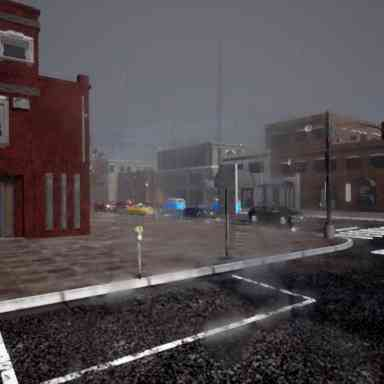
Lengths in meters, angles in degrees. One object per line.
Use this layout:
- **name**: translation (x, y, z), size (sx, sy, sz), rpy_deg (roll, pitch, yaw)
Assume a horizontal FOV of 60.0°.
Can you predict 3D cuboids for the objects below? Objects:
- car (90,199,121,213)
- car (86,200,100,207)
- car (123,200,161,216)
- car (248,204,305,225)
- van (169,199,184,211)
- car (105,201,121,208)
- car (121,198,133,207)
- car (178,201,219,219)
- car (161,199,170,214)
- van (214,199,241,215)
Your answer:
- **car**: translation (-12.744, 1.996, 48.490), size (2.192, 1.841, 5.009), rpy_deg (-2, 0, -36)
- **car**: translation (-22.643, 2.588, 76.237), size (1.802, 1.307, 4.206), rpy_deg (-2, 0, -36)
- **car**: translation (-5.968, 2.043, 39.208), size (1.752, 1.417, 4.829), rpy_deg (-2, 0, -36)
- **car**: translation (6.594, 1.744, 26.338), size (1.837, 1.490, 4.892), rpy_deg (-1, 0, -36)
- **van**: translation (-2.640, 1.861, 48.801), size (1.690, 1.788, 3.998), rpy_deg (-2, 0, -36)
- **car**: translation (-15.973, 2.426, 67.092), size (1.802, 1.307, 4.206), rpy_deg (-2, 0, -36)
- **car**: translation (-12.646, 2.078, 62.519), size (2.192, 1.841, 5.009), rpy_deg (-2, 0, -36)
- **car**: translation (0.773, 1.944, 34.340), size (1.994, 1.385, 4.181), rpy_deg (-1, 0, -35)
- **car**: translation (-5.155, 2.028, 42.468), size (1.837, 1.490, 4.892), rpy_deg (-1, 0, -36)
- **van**: translation (4.030, 1.700, 39.657), size (1.690, 1.788, 3.998), rpy_deg (-2, 0, -36)
